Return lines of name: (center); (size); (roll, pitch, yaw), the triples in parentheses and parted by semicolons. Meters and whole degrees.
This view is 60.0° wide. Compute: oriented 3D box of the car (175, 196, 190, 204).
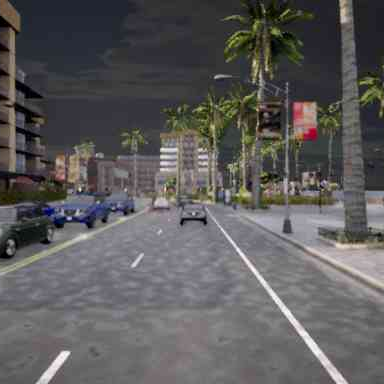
car: (-1.276, 1.302, 48.380); (2.128, 1.511, 4.902); (0, 0, -10)

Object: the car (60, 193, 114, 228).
car: (-6.997, 1.136, 21.738); (2.150, 2.045, 5.566); (0, 0, 0)

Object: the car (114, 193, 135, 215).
car: (-7.002, 1.094, 32.487); (2.150, 2.045, 5.566); (0, 0, 0)

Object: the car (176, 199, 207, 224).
car: (0.103, 1.454, 23.856); (2.033, 1.411, 5.357); (0, 0, 0)

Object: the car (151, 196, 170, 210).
car: (-3.648, 1.370, 39.742); (1.812, 1.442, 4.674); (0, 0, -4)

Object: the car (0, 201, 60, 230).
car: (-10.497, 1.393, 21.529); (1.882, 1.535, 5.008); (0, 0, 0)

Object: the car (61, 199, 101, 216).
car: (-10.497, 1.422, 31.827); (2.033, 1.411, 5.357); (0, 0, 0)

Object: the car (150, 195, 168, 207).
car: (-4.952, 1.298, 49.741); (2.128, 1.511, 4.902); (0, 0, -12)

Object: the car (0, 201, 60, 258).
car: (-6.998, 1.303, 12.399); (2.097, 1.767, 4.553); (0, 0, 0)
